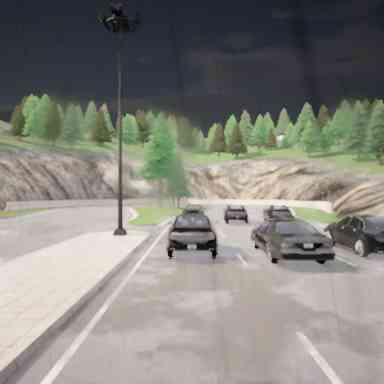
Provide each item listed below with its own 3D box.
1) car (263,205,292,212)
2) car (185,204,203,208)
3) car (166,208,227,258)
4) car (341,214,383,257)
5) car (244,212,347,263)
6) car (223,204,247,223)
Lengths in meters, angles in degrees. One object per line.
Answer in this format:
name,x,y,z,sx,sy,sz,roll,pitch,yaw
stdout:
car,7.197,1.802,28.253,2.128,1.511,4.902,0,0,4
car,0.200,1.818,28.432,1.837,1.490,4.892,0,0,4
car,0.020,1.641,13.497,2.128,1.511,4.902,0,0,1
car,7.020,1.656,13.501,1.837,1.490,4.892,0,0,0
car,3.508,1.685,12.500,2.033,1.411,5.357,0,-1,0
car,3.699,1.803,28.350,2.128,1.511,4.902,0,0,4
